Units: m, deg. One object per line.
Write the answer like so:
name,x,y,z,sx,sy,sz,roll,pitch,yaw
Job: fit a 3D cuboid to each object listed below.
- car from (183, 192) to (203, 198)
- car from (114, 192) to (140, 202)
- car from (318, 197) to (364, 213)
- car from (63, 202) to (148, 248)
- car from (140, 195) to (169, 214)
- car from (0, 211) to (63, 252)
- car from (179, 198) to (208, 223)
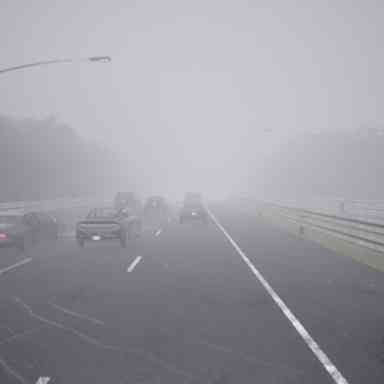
car,0.107,0.968,40.945,2.150,2.045,5.566,0,1,0
car,-6.894,0.997,35.908,2.150,2.045,5.566,0,0,0
car,15.373,1.351,34.765,1.801,1.575,5.366,0,1,-16
car,-3.395,1.401,14.221,2.128,1.511,4.902,0,0,0
car,-3.395,1.149,32.406,2.097,1.767,4.553,0,0,0
car,-6.898,1.461,13.437,2.033,1.411,5.357,0,0,0
car,0.104,1.412,24.114,1.994,1.385,4.181,0,0,0
